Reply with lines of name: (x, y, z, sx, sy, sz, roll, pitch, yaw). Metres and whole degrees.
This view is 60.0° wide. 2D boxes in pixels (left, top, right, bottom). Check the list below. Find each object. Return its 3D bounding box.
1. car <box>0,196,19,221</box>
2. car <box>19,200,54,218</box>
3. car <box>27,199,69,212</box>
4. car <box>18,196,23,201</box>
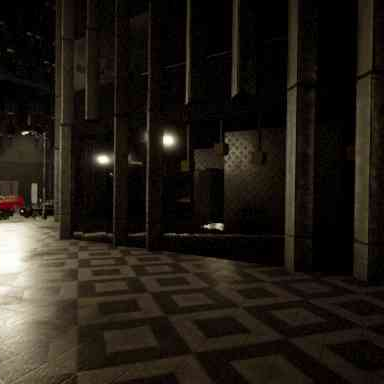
car: (-17.116, 1.462, 26.607, 2.192, 1.841, 5.009, 1, 0, 35)
car: (-13.863, 1.742, 31.218, 1.947, 1.339, 4.313, 1, 0, 35)
car: (-17.566, 1.633, 40.752, 1.947, 1.339, 4.313, 1, 0, 35)
car: (-20.818, 1.353, 36.142, 2.192, 1.841, 5.009, 1, 0, 35)
